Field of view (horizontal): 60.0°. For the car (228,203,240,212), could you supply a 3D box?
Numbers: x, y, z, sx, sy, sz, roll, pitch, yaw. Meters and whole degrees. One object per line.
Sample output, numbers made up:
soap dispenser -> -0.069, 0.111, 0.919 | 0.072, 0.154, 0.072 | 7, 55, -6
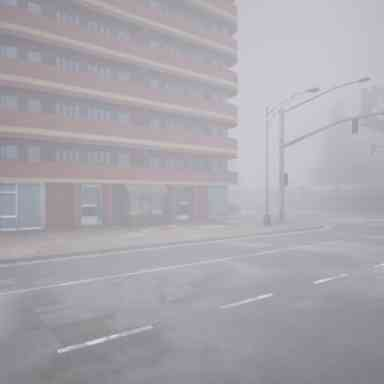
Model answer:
car -> 3.190, 1.600, 37.176 | 1.895, 1.301, 4.718 | 0, 0, -36
